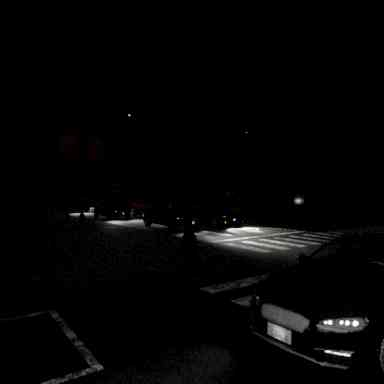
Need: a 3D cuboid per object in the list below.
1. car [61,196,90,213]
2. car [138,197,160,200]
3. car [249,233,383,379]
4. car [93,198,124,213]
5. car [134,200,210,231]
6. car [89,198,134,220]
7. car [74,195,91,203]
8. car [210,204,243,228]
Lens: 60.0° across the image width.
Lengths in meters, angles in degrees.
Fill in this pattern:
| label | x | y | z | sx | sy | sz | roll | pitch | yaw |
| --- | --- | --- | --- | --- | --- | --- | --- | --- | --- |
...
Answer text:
| label | x | y | z | sx | sy | sz | roll | pitch | yaw |
| --- | --- | --- | --- | --- | --- | --- | --- | --- | --- |
| car | -13.090 | 1.494 | 37.031 | 2.033 | 1.411 | 5.357 | 0 | 0 | -36 |
| car | -3.511 | 1.312 | 29.272 | 2.097 | 1.767 | 4.553 | 0 | 0 | -36 |
| car | 3.085 | 1.493 | 5.558 | 4.902 | 1.511 | 2.128 | 0 | 0 | -35 |
| car | -9.475 | 1.470 | 37.590 | 1.812 | 1.442 | 4.674 | 0 | 0 | -36 |
| car | -1.376 | 1.469 | 20.730 | 2.128 | 1.511 | 4.902 | 0 | 0 | -36 |
| car | -6.869 | 1.468 | 28.376 | 1.837 | 1.490 | 4.892 | 0 | 0 | -36 |
| car | -21.966 | 1.366 | 66.437 | 1.882 | 1.535 | 5.008 | 0 | 0 | -36 |
| car | 1.476 | 1.537 | 22.328 | 1.994 | 1.385 | 4.181 | 0 | 0 | -36 |
